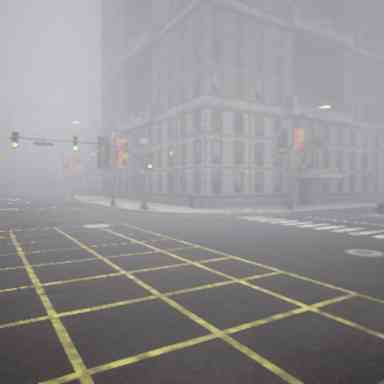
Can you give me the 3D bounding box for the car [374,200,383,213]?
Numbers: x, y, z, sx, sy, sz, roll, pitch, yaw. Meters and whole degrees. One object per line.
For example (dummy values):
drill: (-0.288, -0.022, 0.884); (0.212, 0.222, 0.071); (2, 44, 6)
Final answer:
car: (16.570, 0.930, 26.046); (5.357, 1.411, 2.033); (-1, 2, -32)
